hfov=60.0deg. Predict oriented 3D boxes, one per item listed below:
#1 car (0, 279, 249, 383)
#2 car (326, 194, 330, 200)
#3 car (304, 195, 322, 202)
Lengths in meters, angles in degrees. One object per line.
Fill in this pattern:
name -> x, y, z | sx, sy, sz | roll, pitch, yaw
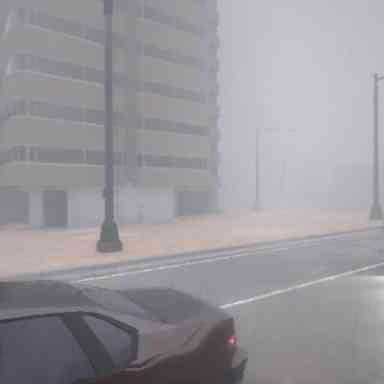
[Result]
car -> -1.979, 1.549, 2.575 | 5.357, 1.411, 2.033 | 0, 0, -36
car -> 34.742, 1.039, 79.734 | 2.152, 1.636, 5.027 | 0, 0, -37
car -> 27.619, 1.454, 75.740 | 1.970, 1.475, 3.806 | 0, -1, -37
